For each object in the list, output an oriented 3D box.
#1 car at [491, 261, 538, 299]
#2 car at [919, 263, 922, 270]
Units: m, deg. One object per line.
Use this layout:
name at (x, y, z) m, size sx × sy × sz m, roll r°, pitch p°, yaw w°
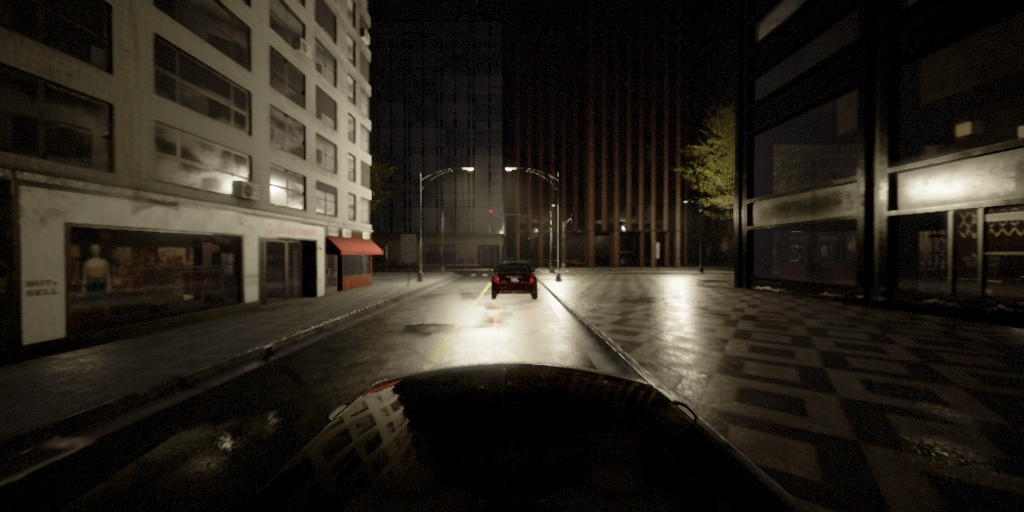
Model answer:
car at (0.103, 1.027, 17.601) m, size 2.097 × 1.767 × 4.553 m, roll 0°, pitch 0°, yaw 0°
car at (45.502, 0.994, 42.347) m, size 4.181 × 1.385 × 1.994 m, roll 0°, pitch 0°, yaw 1°
